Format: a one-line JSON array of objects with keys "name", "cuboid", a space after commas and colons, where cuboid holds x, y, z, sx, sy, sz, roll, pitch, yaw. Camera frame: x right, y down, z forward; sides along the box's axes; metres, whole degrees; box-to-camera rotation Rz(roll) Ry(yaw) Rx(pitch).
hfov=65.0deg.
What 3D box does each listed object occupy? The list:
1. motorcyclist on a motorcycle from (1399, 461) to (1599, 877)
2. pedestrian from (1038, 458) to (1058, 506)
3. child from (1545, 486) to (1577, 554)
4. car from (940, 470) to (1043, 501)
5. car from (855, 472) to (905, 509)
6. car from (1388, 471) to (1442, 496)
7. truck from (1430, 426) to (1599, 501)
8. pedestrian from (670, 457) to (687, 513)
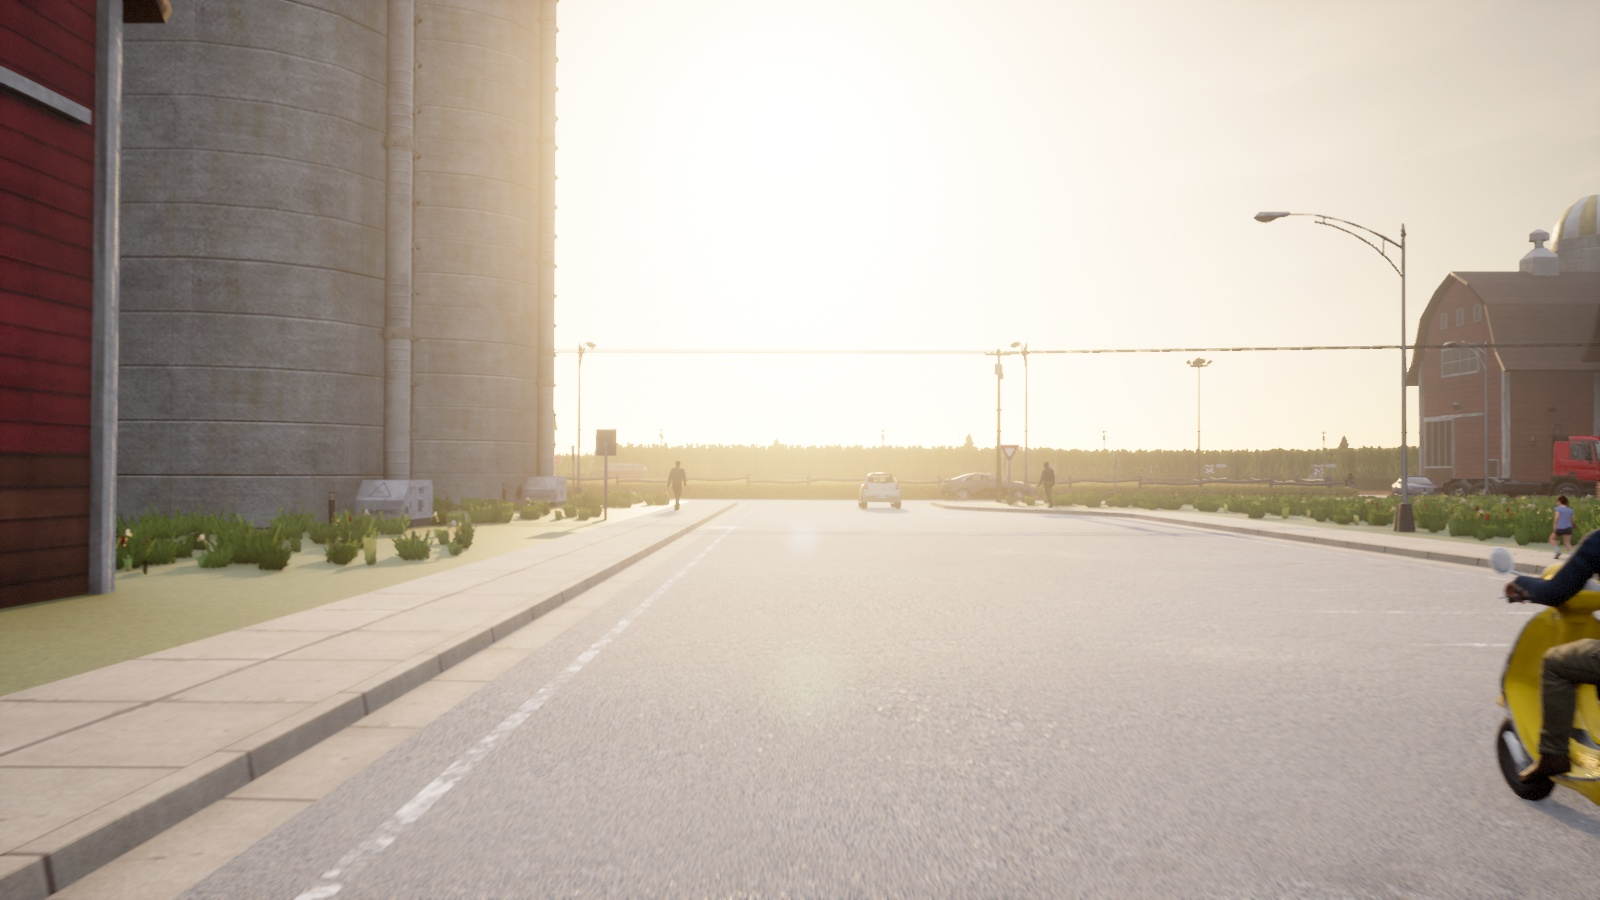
[{"name": "motorcyclist on a motorcycle", "cuboid": [3.487, 0.846, 5.472, 0.866, 1.590, 1.817, 0, -1, 0]}, {"name": "pedestrian", "cuboid": [9.677, 1.253, 49.067, 0.370, 1.835, 0.726, 0, -1, -28]}, {"name": "child", "cuboid": [12.489, 1.145, 20.604, 0.255, 1.110, 0.394, 0, -1, -2]}, {"name": "car", "cuboid": [9.627, 1.795, 63.479, 4.902, 1.511, 2.128, 0, -1, 1]}, {"name": "car", "cuboid": [3.373, 1.711, 53.513, 1.845, 1.501, 3.633, 0, -1, 0]}, {"name": "car", "cuboid": [35.507, 1.913, 72.582, 1.812, 1.442, 4.674, 0, -1, 14]}, {"name": "truck", "cuboid": [36.039, 0.708, 62.365, 2.891, 3.462, 7.936, 0, -1, -38]}, {"name": "pedestrian", "cuboid": [-4.273, 1.227, 44.181, 0.423, 1.949, 0.788, 0, -1, 5]}]
